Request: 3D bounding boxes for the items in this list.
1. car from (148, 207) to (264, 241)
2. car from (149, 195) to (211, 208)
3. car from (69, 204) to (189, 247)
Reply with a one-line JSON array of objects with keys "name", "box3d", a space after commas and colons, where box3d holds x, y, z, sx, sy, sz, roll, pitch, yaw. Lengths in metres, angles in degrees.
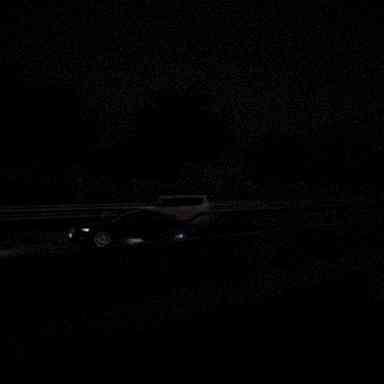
[{"name": "car", "box3d": [0.847, 1.512, 13.186, 4.674, 1.442, 1.812, 0, 0, -35]}, {"name": "car", "box3d": [-1.319, 1.205, 20.236, 5.566, 2.045, 2.150, 0, 0, -35]}, {"name": "car", "box3d": [-2.885, 1.481, 14.826, 4.902, 1.511, 2.128, 0, 0, -35]}]
